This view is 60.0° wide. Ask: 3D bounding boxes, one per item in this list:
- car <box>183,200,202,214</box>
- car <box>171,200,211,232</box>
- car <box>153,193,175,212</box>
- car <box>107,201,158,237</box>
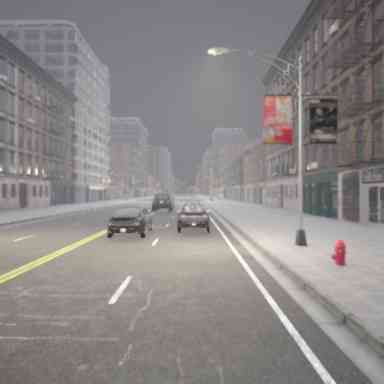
[{"bbox_3d":[0.054,1.552,36.295,1.895,1.301,4.718,0,0,0],"label":"car"},{"bbox_3d":[0.092,1.466,19.653,2.128,1.511,4.902,0,0,0],"label":"car"},{"bbox_3d":[-3.188,1.173,37.603,2.150,2.045,5.566,0,0,0],"label":"car"},{"bbox_3d":[-3.157,1.483,17.682,1.837,1.490,4.892,0,1,0],"label":"car"}]
